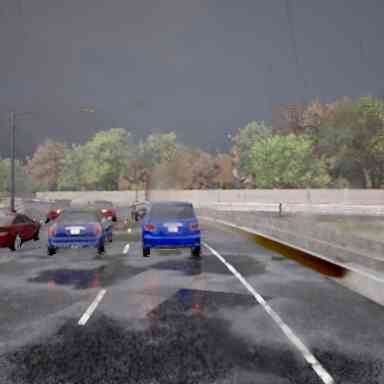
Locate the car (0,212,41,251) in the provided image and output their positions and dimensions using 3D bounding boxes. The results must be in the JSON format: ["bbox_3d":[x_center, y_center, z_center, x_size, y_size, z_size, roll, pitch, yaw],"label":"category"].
[{"bbox_3d":[-8.209,1.638,14.739,1.882,1.535,5.008,0,0,-9],"label":"car"}]

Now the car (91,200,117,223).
[{"bbox_3d":[-7.924,1.665,29.732,2.097,1.767,4.553,0,-1,-17],"label":"car"}]

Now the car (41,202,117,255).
[{"bbox_3d":[-4.610,1.504,14.356,2.097,1.767,4.553,0,-1,-8],"label":"car"}]

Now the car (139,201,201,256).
[{"bbox_3d":[-1.001,1.371,13.962,2.150,2.045,5.566,0,0,-8],"label":"car"}]

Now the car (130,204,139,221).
[{"bbox_3d":[-4.565,1.828,30.721,1.837,1.490,4.892,0,0,-17],"label":"car"}]

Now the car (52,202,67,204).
[{"bbox_3d":[-11.300,1.659,28.812,2.097,1.767,4.553,0,-1,-17],"label":"car"}]
